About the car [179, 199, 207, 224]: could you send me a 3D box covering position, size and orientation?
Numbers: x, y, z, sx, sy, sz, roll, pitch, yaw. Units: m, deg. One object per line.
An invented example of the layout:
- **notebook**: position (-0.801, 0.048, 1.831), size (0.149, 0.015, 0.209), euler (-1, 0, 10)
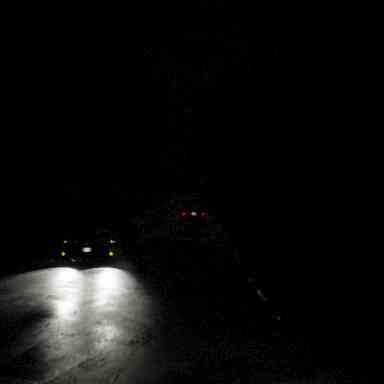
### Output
- **car**: position (0.084, 1.450, 23.759), size (2.033, 1.411, 5.357), euler (0, 0, 0)

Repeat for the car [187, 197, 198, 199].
- **car**: position (0.070, 1.323, 41.992), size (1.882, 1.535, 5.008), euler (0, 0, 0)

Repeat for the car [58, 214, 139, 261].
- **car**: position (-3.108, 1.513, 11.835), size (1.994, 1.385, 4.181), euler (0, 0, 0)
